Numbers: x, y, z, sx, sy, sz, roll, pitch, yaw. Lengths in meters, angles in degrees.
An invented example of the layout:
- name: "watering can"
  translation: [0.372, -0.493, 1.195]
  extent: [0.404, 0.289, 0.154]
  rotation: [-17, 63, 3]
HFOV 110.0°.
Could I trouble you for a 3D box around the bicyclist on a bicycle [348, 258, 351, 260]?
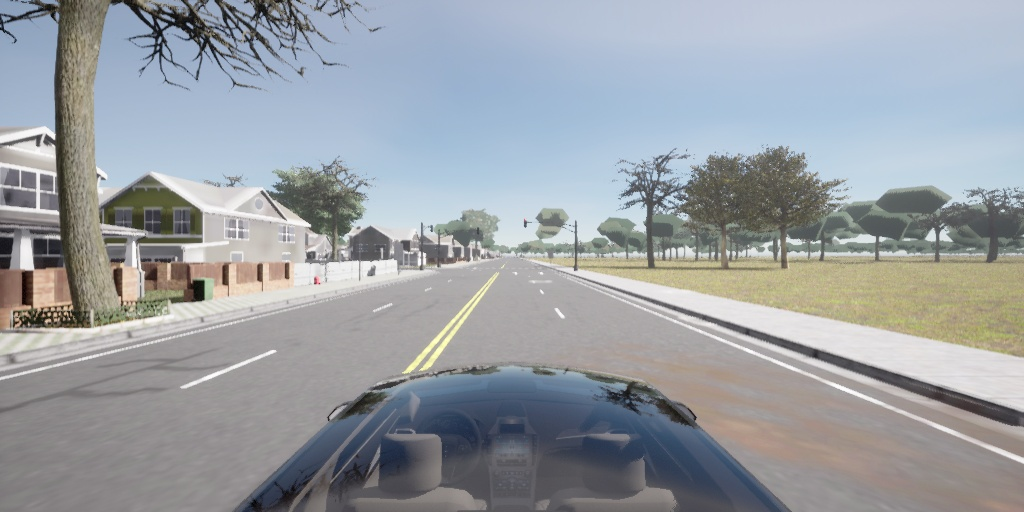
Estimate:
- name: "bicyclist on a bicycle"
  translation: [-24.639, 1.062, 54.407]
  extent: [0.582, 1.620, 1.656]
  rotation: [0, 0, 0]
